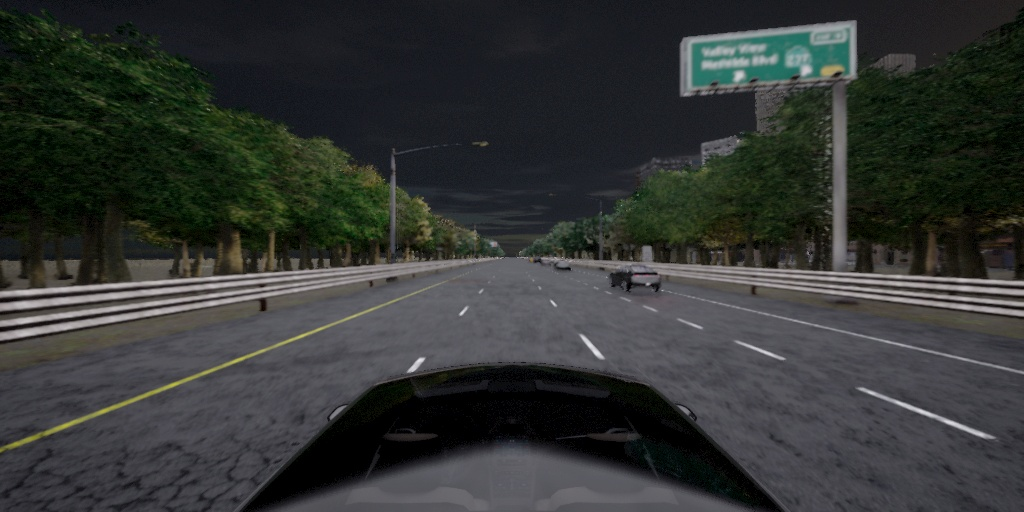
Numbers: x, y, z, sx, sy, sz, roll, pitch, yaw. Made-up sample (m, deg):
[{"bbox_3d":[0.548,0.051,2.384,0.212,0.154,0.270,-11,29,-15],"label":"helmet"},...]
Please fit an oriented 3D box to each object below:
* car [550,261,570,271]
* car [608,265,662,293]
[{"bbox_3d":[7.015,1.333,50.794,1.994,1.385,4.181,0,0,0],"label":"car"},{"bbox_3d":[7.007,1.248,20.901,2.128,1.511,4.902,0,0,0],"label":"car"}]
